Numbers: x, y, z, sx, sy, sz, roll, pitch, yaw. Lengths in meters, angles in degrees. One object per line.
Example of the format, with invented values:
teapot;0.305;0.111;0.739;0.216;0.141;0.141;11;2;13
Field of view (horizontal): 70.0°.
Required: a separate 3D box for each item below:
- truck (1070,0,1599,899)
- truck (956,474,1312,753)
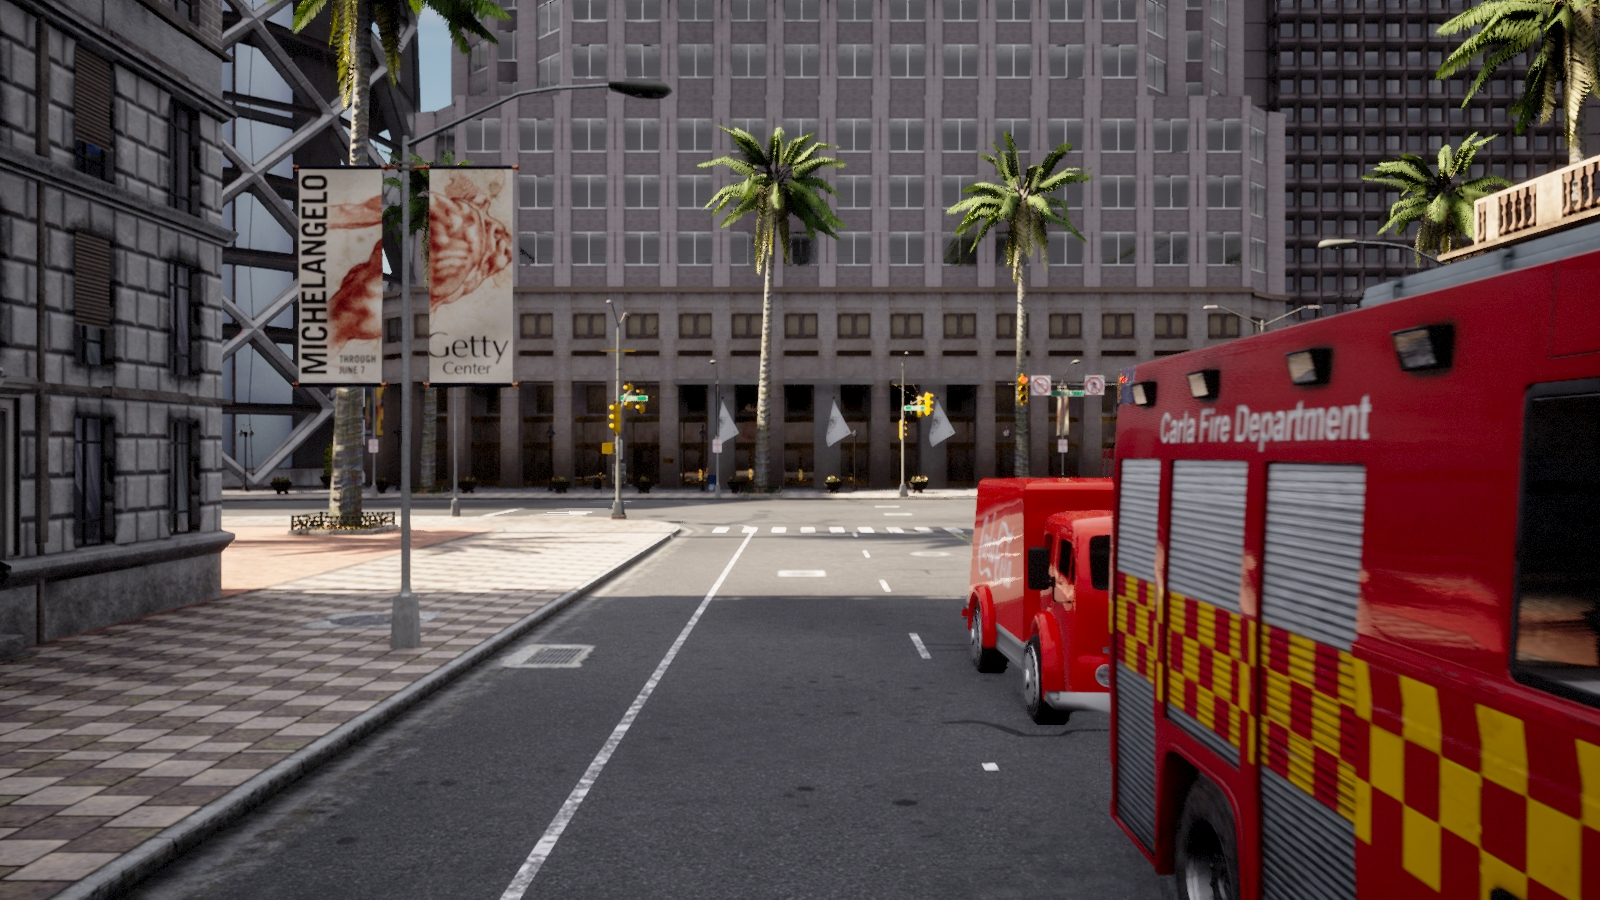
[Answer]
truck;3.212;0.895;3.199;2.891;3.827;8.468;0;0;0
truck;3.461;1.579;13.234;2.627;2.467;5.204;0;0;0
